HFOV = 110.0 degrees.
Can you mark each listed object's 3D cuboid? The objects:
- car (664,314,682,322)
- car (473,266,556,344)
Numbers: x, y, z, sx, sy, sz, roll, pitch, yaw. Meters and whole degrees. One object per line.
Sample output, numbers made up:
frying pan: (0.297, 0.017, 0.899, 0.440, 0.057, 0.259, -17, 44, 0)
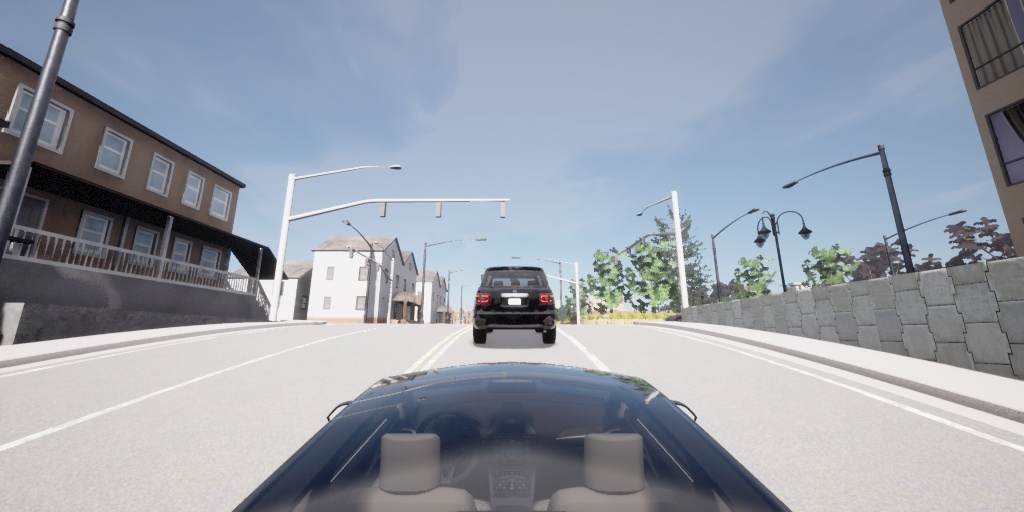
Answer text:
car: (15.888, 5.452, 31.714, 4.553, 1.767, 2.097, 0, -12, 1)
car: (0.070, 1.502, 11.182, 2.150, 2.045, 5.566, 0, -7, 0)
